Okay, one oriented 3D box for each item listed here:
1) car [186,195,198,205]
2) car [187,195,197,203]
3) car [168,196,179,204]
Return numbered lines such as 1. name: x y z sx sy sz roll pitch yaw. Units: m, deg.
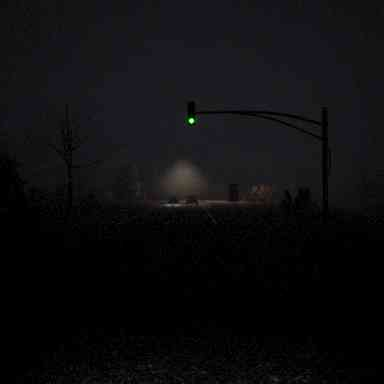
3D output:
1. car: -0.004 1.401 59.690 2.097 1.767 4.553 0 0 0
2. car: -0.005 1.399 69.726 1.837 1.490 4.892 0 0 0
3. car: -3.505 1.562 63.890 1.837 1.490 4.892 0 0 0
